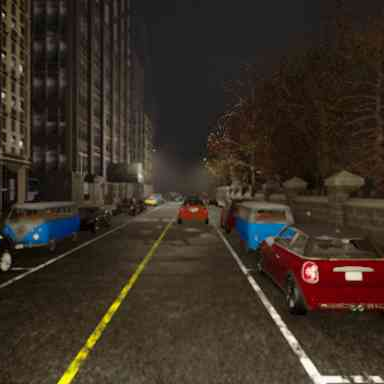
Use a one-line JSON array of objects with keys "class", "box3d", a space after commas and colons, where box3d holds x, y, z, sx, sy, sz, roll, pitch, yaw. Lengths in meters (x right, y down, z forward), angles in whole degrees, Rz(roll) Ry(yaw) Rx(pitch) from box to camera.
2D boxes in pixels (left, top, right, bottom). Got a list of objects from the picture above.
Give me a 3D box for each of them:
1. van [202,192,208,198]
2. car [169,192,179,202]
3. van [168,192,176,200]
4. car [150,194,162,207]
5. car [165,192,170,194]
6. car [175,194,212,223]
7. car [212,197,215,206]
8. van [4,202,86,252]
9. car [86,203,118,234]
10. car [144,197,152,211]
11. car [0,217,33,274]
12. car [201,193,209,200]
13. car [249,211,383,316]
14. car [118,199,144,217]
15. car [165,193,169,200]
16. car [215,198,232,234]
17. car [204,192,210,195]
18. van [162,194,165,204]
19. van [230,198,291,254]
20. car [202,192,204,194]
[{"class": "van", "box3d": [3.663, 0.903, 95.472, 1.690, 1.788, 3.998, 1, 0, 2]}, {"class": "car", "box3d": [-2.832, 1.235, 65.585, 2.128, 1.511, 4.902, 0, 0, 2]}, {"class": "van", "box3d": [-5.002, 0.969, 84.787, 1.690, 1.788, 3.998, 1, 0, 2]}, {"class": "car", "box3d": [-5.692, 1.353, 46.503, 1.752, 1.417, 4.829, 0, 0, 0]}, {"class": "car", "box3d": [-5.292, 1.006, 73.842, 2.192, 1.841, 5.009, 1, 0, 2]}, {"class": "car", "box3d": [0.102, 1.271, 24.765, 2.097, 1.767, 4.553, 0, 0, 0]}, {"class": "car", "box3d": [2.697, 1.410, 46.406, 1.802, 1.307, 4.206, 0, 0, 0]}, {"class": "van", "box3d": [-5.827, 1.300, 13.309, 1.690, 1.788, 3.998, 0, 0, 0]}, {"class": "car", "box3d": [-5.829, 1.506, 18.871, 1.947, 1.339, 4.313, 0, 0, 0]}, {"class": "car", "box3d": [-5.829, 1.441, 35.552, 1.947, 1.339, 4.313, 0, 0, 0]}, {"class": "car", "box3d": [-5.829, 1.528, 7.749, 2.008, 1.369, 4.403, 0, 0, 0]}, {"class": "car", "box3d": [3.373, 1.068, 84.519, 1.967, 1.590, 4.097, 1, 0, 2]}, {"class": "car", "box3d": [2.697, 1.418, 7.484, 1.967, 1.590, 4.097, 0, 0, 0]}, {"class": "car", "box3d": [-5.828, 1.338, 29.992, 1.967, 1.590, 4.097, 0, 0, 0]}, {"class": "car", "box3d": [-5.652, 1.341, 57.775, 1.947, 1.339, 4.313, 1, 0, 1]}, {"class": "car", "box3d": [2.698, 1.256, 18.603, 2.192, 1.841, 5.009, 0, 0, 0]}, {"class": "car", "box3d": [2.940, 1.036, 68.089, 2.192, 1.841, 5.009, 1, 0, 2]}, {"class": "van", "box3d": [-5.681, 1.143, 52.231, 1.690, 1.788, 3.998, 1, 0, 0]}, {"class": "van", "box3d": [2.698, 1.301, 13.043, 1.690, 1.788, 3.998, 0, 0, 0]}, {"class": "car", "box3d": [0.101, 1.204, 40.899, 2.097, 1.767, 4.553, 0, 0, 0]}]
